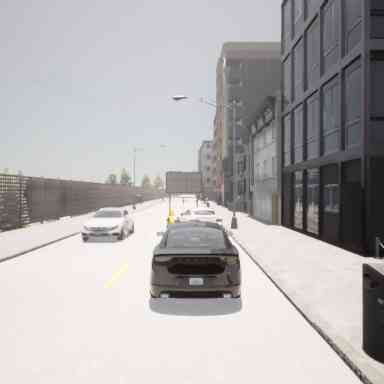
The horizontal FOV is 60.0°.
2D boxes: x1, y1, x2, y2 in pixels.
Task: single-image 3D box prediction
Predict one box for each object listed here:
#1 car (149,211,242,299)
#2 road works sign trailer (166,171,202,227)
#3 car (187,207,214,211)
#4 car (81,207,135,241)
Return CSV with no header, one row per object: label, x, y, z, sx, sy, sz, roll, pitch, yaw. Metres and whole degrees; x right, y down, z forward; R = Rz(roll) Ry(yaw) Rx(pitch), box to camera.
car,0.072,1.478,8.531,1.882,1.535,5.008,0,0,0
road works sign trailer,-0.571,0.464,21.365,2.380,3.560,2.880,0,0,-17
car,0.408,1.540,17.883,1.812,1.442,4.674,0,-1,-9
car,-4.052,1.525,16.704,1.812,1.442,4.674,0,0,0
